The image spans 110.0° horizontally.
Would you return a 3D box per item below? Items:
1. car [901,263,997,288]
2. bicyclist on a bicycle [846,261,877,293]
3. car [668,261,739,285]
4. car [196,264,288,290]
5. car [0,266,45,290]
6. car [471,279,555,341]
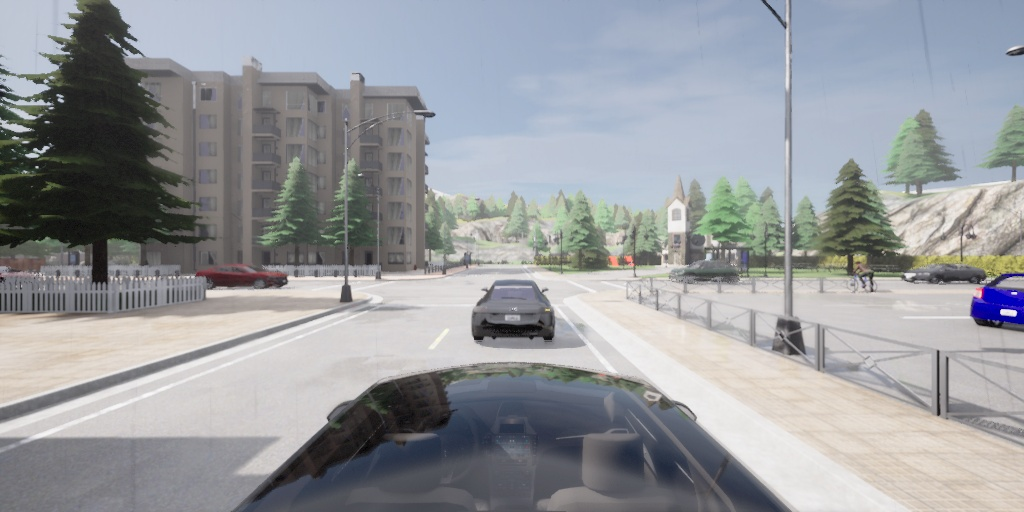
[{"bbox_3d":[31.759,1.298,26.476,4.902,1.511,2.128,0,0,0],"label":"car"},{"bbox_3d":[18.378,1.095,18.866,0.582,1.620,1.656,0,0,-1],"label":"bicyclist on a bicycle"},{"bbox_3d":[13.921,1.159,26.300,4.553,1.767,2.097,0,0,-1],"label":"car"},{"bbox_3d":[-16.662,1.278,22.269,5.008,1.535,1.882,0,0,-1],"label":"car"},{"bbox_3d":[-31.974,1.326,22.123,4.674,1.442,1.812,0,0,0],"label":"car"},{"bbox_3d":[0.068,1.328,9.890,1.994,1.385,4.181,0,0,2],"label":"car"}]
